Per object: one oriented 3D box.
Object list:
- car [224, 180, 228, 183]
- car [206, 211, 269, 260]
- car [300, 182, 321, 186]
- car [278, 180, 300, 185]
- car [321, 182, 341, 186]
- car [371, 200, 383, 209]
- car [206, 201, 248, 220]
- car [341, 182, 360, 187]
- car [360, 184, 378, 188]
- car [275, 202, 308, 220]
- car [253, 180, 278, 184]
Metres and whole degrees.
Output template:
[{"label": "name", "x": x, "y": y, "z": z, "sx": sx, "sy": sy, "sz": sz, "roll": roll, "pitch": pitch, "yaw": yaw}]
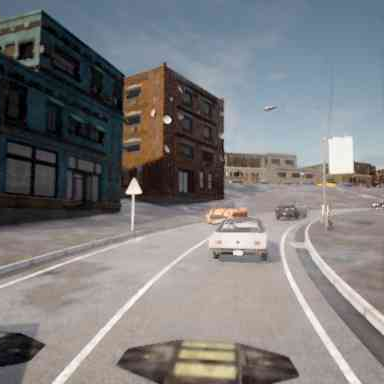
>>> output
[{"label": "car", "x": 5.608, "y": -2.309, "z": 73.235, "sx": 4.553, "sy": 1.767, "sz": 2.185, "roll": 1, "pitch": -5, "yaw": -13}, {"label": "car", "x": 1.935, "y": 1.633, "z": 12.683, "sx": 1.895, "sy": 1.301, "sz": 4.718, "roll": -1, "pitch": 0, "yaw": 12}, {"label": "car", "x": 27.021, "y": -1.712, "z": 78.291, "sx": 4.674, "sy": 1.452, "sz": 2.002, "roll": 1, "pitch": -5, "yaw": -14}, {"label": "car", "x": 21.643, "y": -1.886, "z": 76.938, "sx": 4.892, "sy": 1.521, "sz": 2.231, "roll": 1, "pitch": -5, "yaw": -13}, {"label": "car", "x": 32.369, "y": -1.602, "z": 79.764, "sx": 5.008, "sy": 1.535, "sz": 2.097, "roll": 2, "pitch": -5, "yaw": -15}, {"label": "car", "x": 31.323, "y": 1.977, "z": 54.289, "sx": 4.902, "sy": 1.511, "sz": 2.128, "roll": 0, "pitch": -4, "yaw": -26}, {"label": "car", "x": 2.758, "y": 1.522, "z": 25.602, "sx": 2.097, "sy": 1.767, "sz": 4.553, "roll": -2, "pitch": -1, "yaw": 26}, {"label": "car", "x": 37.662, "y": -1.569, "z": 81.351, "sx": 4.553, "sy": 1.767, "sz": 2.185, "roll": 2, "pitch": -5, "yaw": -17}, {"label": "car", "x": 43.108, "y": -1.240, "z": 83.102, "sx": 4.792, "sy": 1.488, "sz": 2.163, "roll": 2, "pitch": -5, "yaw": -18}, {"label": "car", "x": 8.729, "y": 1.579, "z": 28.948, "sx": 2.128, "sy": 1.511, "sz": 4.902, "roll": -3, "pitch": -2, "yaw": 31}, {"label": "car", "x": 16.267, "y": -1.995, "z": 75.688, "sx": 4.892, "sy": 1.521, "sz": 2.231, "roll": 1, "pitch": -5, "yaw": -13}]
